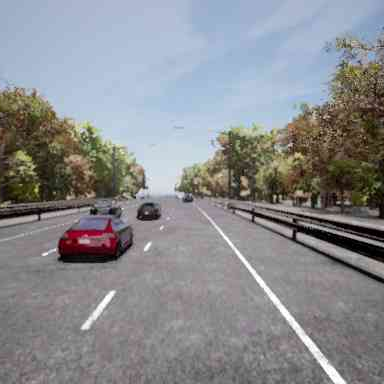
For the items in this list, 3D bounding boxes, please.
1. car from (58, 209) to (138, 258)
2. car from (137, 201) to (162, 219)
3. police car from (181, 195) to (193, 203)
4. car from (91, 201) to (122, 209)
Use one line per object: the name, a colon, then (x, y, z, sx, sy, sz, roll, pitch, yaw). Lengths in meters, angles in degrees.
car: (-3.475, 1.563, 12.704, 1.994, 1.385, 4.181, 0, 0, -1)
car: (-3.713, 1.537, 29.269, 1.812, 1.442, 4.674, 0, 0, -1)
police car: (-0.730, 1.561, 72.655, 1.930, 1.638, 5.238, 0, 0, -3)
car: (-7.196, 1.502, 28.217, 2.128, 1.511, 4.902, 0, 0, -1)
